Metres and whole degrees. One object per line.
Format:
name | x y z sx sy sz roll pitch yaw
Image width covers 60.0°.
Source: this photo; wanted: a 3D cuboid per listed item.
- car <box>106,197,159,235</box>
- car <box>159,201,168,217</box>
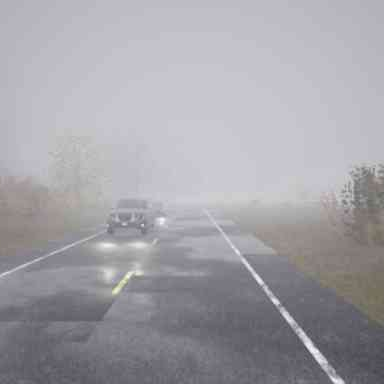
car | -3.498 1.328 20.002 2.150 2.045 5.566 0 0 0
car | -3.499 1.690 33.521 1.837 1.490 4.892 0 -1 0
